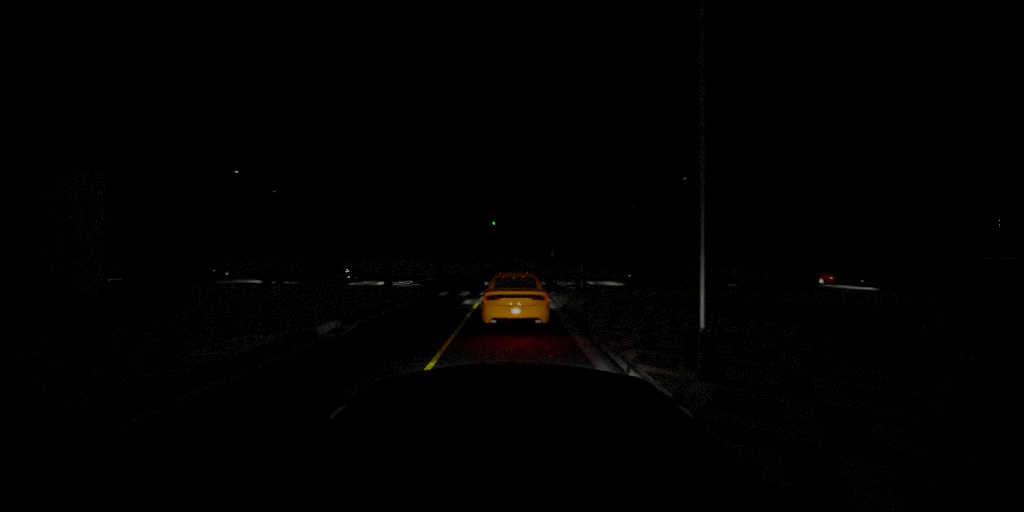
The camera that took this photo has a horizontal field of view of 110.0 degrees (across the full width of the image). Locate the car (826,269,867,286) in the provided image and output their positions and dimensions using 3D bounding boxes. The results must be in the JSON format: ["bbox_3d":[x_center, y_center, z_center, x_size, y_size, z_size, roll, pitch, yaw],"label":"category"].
[{"bbox_3d":[29.073,1.898,32.813,4.507,1.381,1.888,0,0,0],"label":"car"}]

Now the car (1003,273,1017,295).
[{"bbox_3d":[34.705,1.959,24.285,4.507,1.381,1.888,0,0,0],"label":"car"}]

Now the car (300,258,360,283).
[{"bbox_3d":[-13.893,1.037,26.927,4.553,1.767,2.097,1,0,1],"label":"car"}]

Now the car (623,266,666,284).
[{"bbox_3d":[11.889,1.577,30.156,4.892,1.490,1.837,1,0,0],"label":"car"}]

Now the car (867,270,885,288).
[{"bbox_3d":[31.872,1.894,30.138,4.892,1.490,1.837,1,0,0],"label":"car"}]

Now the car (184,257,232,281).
[{"bbox_3d":[-23.891,1.039,26.977,4.902,1.511,2.128,1,0,0],"label":"car"}]

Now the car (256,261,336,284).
[{"bbox_3d":[-14.775,1.212,24.211,4.403,1.370,2.007,0,0,0],"label":"car"}]

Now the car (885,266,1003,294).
[{"bbox_3d":[29.062,1.636,24.287,5.009,1.841,2.192,0,0,0],"label":"car"}]

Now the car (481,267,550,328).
[{"bbox_3d":[0.101,1.270,11.656,1.882,1.535,5.008,0,0,0],"label":"car"}]

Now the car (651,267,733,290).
[{"bbox_3d":[12.132,1.620,24.295,4.313,1.339,1.948,0,0,0],"label":"car"}]

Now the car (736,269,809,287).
[{"bbox_3d":[21.807,1.827,30.151,4.718,1.301,1.895,1,0,0],"label":"car"}]

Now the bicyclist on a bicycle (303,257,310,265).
[{"bbox_3d":[-20.485,0.926,35.711,0.582,1.620,1.656,1,0,0],"label":"bicyclist on a bicycle"}]

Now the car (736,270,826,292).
[{"bbox_3d":[17.945,1.667,24.292,4.829,1.417,1.751,0,0,0],"label":"car"}]
